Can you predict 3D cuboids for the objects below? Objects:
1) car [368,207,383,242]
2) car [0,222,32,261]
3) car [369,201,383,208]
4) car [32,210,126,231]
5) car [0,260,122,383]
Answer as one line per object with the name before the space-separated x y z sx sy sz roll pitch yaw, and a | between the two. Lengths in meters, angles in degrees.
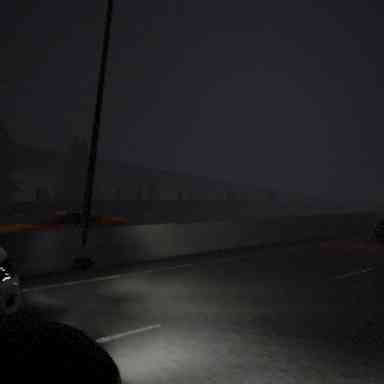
car | 10.178 1.547 15.307 4.674 1.442 1.812 0 0 -36
car | -5.327 1.221 4.246 5.566 2.045 2.150 0 0 -35
car | 25.389 2.240 43.570 5.566 2.045 2.150 6 -4 -35
car | -5.072 1.481 13.272 5.008 1.535 1.882 0 0 -36
car | -2.773 1.505 1.769 4.892 1.490 1.837 0 0 -36
